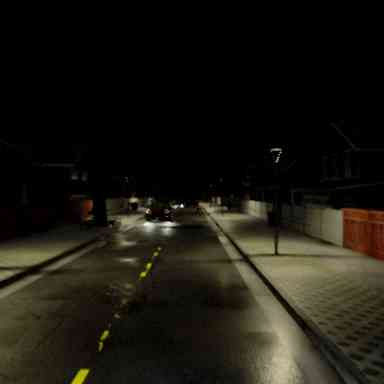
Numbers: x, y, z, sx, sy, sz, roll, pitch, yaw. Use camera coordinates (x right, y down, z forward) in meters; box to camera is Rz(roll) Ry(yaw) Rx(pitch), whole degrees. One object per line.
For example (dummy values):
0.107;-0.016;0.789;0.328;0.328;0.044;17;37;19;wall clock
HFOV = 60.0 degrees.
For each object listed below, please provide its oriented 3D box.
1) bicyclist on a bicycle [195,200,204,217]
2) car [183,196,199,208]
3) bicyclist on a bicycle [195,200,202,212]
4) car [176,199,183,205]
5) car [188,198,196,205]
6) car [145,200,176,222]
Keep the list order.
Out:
0.784;1.725;33.636;0.866;1.612;1.509;0;0;0;bicyclist on a bicycle
0.016;1.735;60.413;2.150;2.045;5.566;0;0;0;car
0.791;1.807;43.531;0.866;1.612;1.509;0;0;0;bicyclist on a bicycle
-2.738;2.131;70.495;1.994;1.385;4.181;0;0;0;car
0.013;2.144;75.952;1.837;1.490;4.892;0;0;0;car
-2.843;1.605;29.276;2.097;1.767;4.553;0;0;0;car
